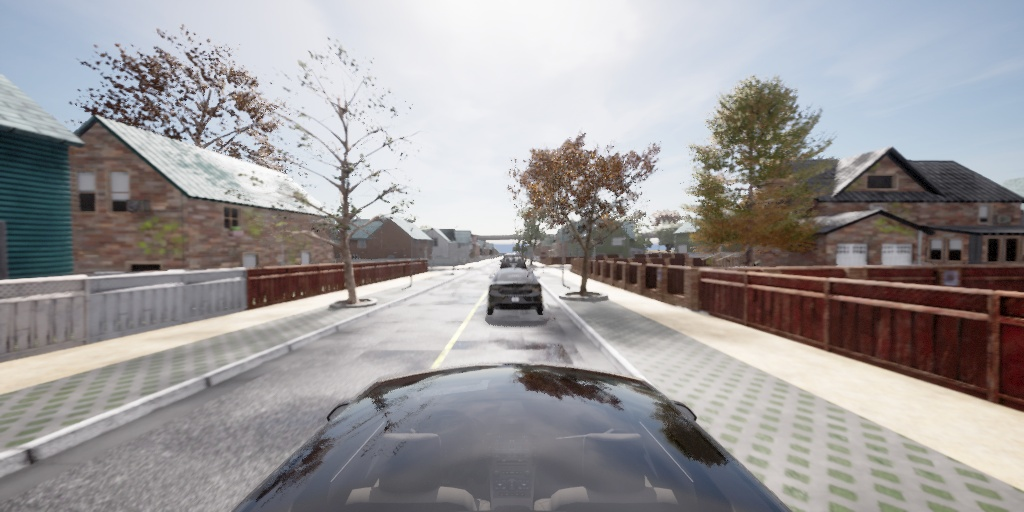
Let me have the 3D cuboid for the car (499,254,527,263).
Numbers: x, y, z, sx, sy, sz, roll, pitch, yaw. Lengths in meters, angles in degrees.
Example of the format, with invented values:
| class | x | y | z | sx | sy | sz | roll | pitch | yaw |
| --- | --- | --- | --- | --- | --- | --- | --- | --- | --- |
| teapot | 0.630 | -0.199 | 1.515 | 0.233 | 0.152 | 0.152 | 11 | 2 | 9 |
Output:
| class | x | y | z | sx | sy | sz | roll | pitch | yaw |
| --- | --- | --- | --- | --- | --- | --- | --- | --- | --- |
| car | 0.110 | 0.869 | 30.444 | 2.150 | 2.045 | 5.566 | 0 | 0 | 0 |

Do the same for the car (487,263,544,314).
| class | x | y | z | sx | sy | sz | roll | pitch | yaw |
| --- | --- | --- | --- | --- | --- | --- | --- | --- | --- |
| car | 0.104 | 1.186 | 13.567 | 1.882 | 1.535 | 5.008 | 0 | 0 | 0 |
